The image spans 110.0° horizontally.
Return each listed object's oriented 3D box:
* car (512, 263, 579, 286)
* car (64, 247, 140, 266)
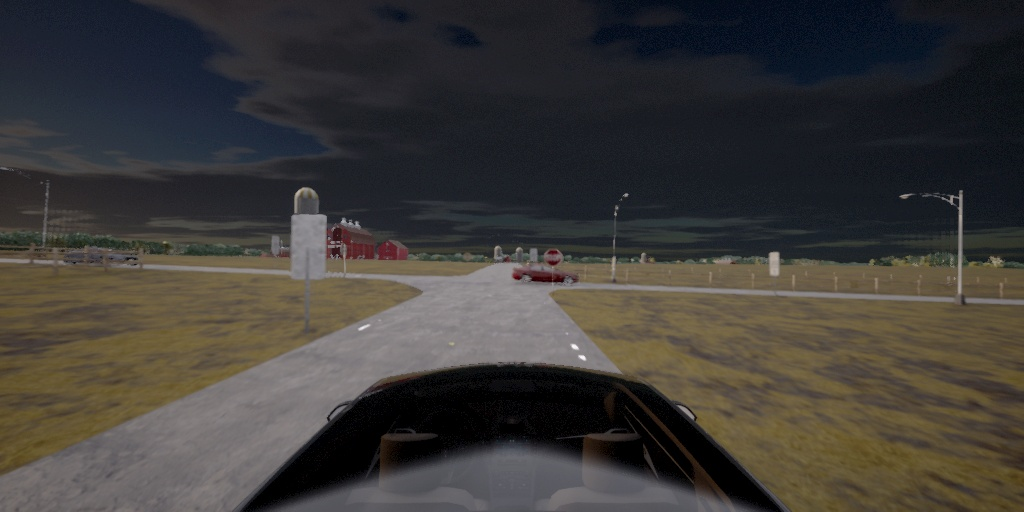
[{"bbox_3d":[2.480,1.360,26.891,5.008,1.535,1.882,2,-1,0],"label":"car"},{"bbox_3d":[-30.312,0.025,26.684,4.181,1.385,1.994,3,-1,0],"label":"car"}]
